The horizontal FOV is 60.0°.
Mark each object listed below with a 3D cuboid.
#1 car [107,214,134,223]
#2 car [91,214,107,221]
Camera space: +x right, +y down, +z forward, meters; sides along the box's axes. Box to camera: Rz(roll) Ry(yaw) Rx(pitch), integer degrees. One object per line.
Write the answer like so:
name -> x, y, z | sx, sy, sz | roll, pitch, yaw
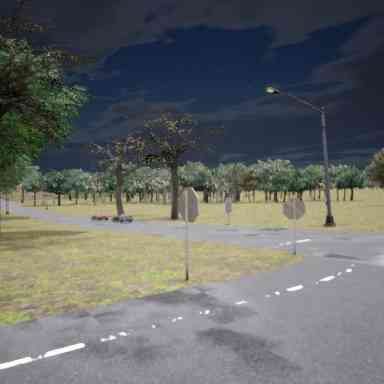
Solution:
car -> -10.995, 4.104, 52.192 | 2.033, 1.411, 5.357 | -1, -2, -34
car -> -16.926, 4.597, 60.836 | 1.895, 1.301, 4.718 | -1, -1, -34
